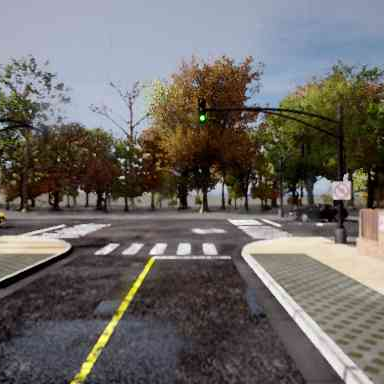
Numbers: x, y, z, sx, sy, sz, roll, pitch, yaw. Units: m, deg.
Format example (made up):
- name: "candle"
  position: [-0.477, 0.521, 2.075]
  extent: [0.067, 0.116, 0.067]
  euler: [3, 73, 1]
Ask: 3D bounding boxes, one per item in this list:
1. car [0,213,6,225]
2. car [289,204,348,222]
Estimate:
- name: "car"
  position: [-15.118, 1.598, 22.175]
  extent: [5.008, 1.535, 1.882]
  euler: [0, -1, 0]
- name: "car"
  position: [10.942, 1.782, 28.891]
  extent: [4.892, 1.490, 1.837]
  euler: [0, -1, 0]
